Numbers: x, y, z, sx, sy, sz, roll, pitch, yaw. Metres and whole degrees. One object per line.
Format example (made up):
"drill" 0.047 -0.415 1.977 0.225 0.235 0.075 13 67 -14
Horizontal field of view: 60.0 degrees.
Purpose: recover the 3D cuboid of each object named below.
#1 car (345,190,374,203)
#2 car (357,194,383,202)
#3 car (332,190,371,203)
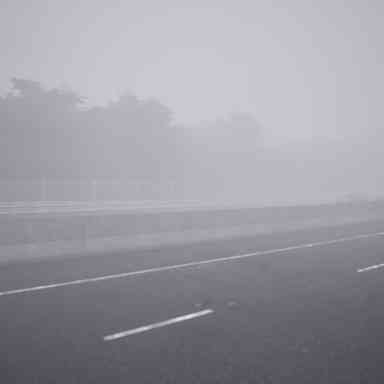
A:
"car" 25.084 0.590 49.762 4.553 1.767 2.097 -2 1 -36
"car" 19.598 1.142 34.450 4.718 1.301 1.895 -1 1 -34
"car" 17.783 0.889 37.437 4.553 1.767 2.097 -1 1 -33
